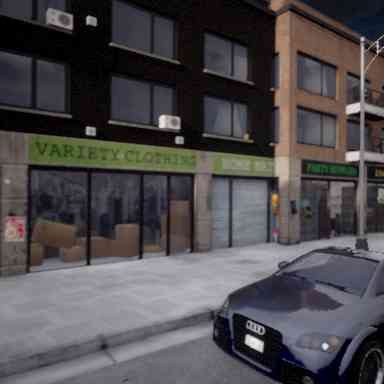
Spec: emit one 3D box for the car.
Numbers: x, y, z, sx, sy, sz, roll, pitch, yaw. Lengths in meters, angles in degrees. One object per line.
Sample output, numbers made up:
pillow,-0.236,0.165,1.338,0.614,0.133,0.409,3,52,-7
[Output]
car,2.352,1.599,5.054,4.181,1.385,1.994,1,0,-35
